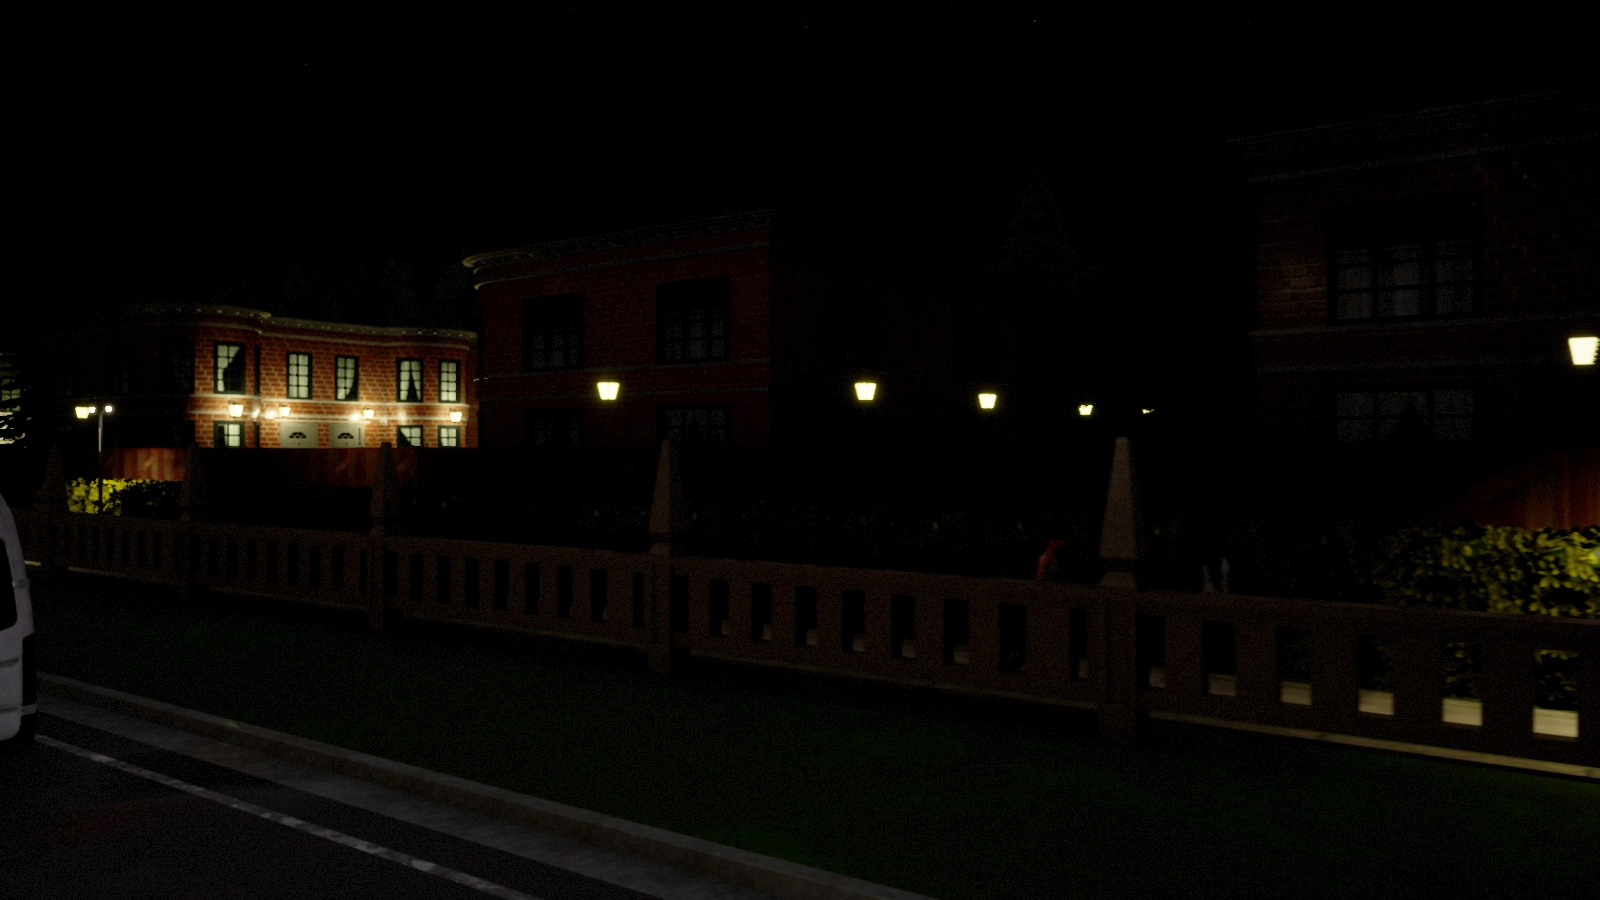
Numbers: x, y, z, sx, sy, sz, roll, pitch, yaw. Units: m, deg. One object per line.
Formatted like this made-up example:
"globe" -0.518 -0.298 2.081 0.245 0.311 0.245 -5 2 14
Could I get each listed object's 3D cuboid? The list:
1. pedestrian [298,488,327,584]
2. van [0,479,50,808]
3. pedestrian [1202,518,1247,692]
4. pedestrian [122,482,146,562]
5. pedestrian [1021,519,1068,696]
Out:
"pedestrian" -9.630 1.690 22.571 0.375 1.860 0.375 0 0 36
"van" -9.069 1.530 10.131 5.915 2.561 1.988 0 0 35
"pedestrian" 4.691 1.695 12.630 0.375 1.860 0.375 0 0 38
"pedestrian" -15.690 1.687 26.902 0.375 1.860 0.375 0 0 36
"pedestrian" 2.668 1.694 12.470 0.375 1.860 0.375 0 0 36
